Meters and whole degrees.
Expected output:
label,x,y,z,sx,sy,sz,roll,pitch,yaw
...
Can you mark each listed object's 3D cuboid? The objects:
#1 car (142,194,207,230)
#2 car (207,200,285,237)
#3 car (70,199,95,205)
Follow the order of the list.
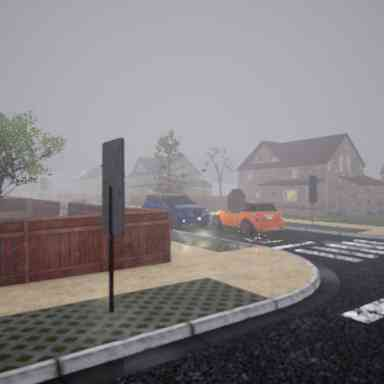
label,x,y,z,sx,sy,sz,roll,pitch,yaw
car,-1.183,1.147,21.126,2.150,2.045,5.566,0,1,-36
car,2.937,1.283,18.238,2.097,1.767,4.553,0,0,-25
car,-12.042,1.409,36.315,1.994,1.385,4.181,0,0,-35
